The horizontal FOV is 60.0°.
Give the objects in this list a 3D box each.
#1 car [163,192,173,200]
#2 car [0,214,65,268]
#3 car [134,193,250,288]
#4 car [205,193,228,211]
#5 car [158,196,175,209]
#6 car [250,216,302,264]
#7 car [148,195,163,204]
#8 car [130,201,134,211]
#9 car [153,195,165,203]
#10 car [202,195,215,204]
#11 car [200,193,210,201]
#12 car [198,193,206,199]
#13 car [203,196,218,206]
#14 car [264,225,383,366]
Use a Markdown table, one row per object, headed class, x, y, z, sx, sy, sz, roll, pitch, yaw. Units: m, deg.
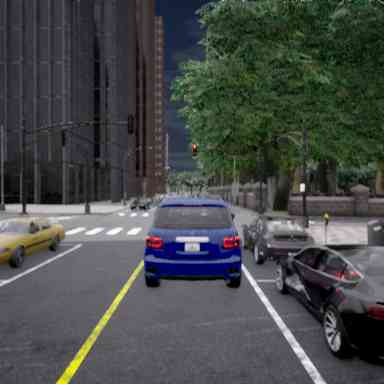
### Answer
| class | x | y | z | sx | sy | sz | roll | pitch | yaw |
| --- | --- | --- | --- | --- | --- | --- | --- | --- | --- |
| car | -5.918 | 0.889 | 81.551 | 2.192 | 1.841 | 5.009 | 0 | 0 | 0 |
| car | -5.783 | 1.458 | 11.061 | 1.752 | 1.417 | 4.829 | 0 | 0 | 0 |
| car | 0.056 | 1.166 | 9.237 | 2.150 | 2.045 | 5.566 | 0 | 0 | 1 |
| car | 2.691 | 1.099 | 37.921 | 2.192 | 1.841 | 5.009 | 0 | 0 | 0 |
| car | -3.174 | 1.286 | 42.653 | 1.812 | 1.442 | 4.674 | 0 | 0 | 0 |
| car | 2.742 | 1.483 | 11.257 | 2.008 | 1.369 | 4.403 | 0 | 0 | 0 |
| car | -5.866 | 1.255 | 54.267 | 2.008 | 1.369 | 4.403 | 0 | 0 | 0 |
| car | -5.834 | 1.350 | 37.896 | 1.947 | 1.339 | 4.313 | 0 | 0 | 0 |
| car | -5.876 | 1.260 | 59.724 | 1.802 | 1.307 | 4.206 | 0 | 0 | 0 |
| car | 2.660 | 1.255 | 54.290 | 2.008 | 1.369 | 4.403 | 0 | 0 | 0 |
| car | 2.628 | 1.066 | 70.660 | 1.967 | 1.590 | 4.097 | 0 | 0 | 0 |
| car | 2.597 | 1.073 | 87.199 | 1.752 | 1.417 | 4.829 | 0 | 0 | 0 |
| car | 2.670 | 1.297 | 48.834 | 1.947 | 1.339 | 4.313 | 0 | 0 | 0 |
| car | 2.753 | 1.531 | 5.744 | 1.947 | 1.339 | 4.313 | 0 | 0 | 0 |
